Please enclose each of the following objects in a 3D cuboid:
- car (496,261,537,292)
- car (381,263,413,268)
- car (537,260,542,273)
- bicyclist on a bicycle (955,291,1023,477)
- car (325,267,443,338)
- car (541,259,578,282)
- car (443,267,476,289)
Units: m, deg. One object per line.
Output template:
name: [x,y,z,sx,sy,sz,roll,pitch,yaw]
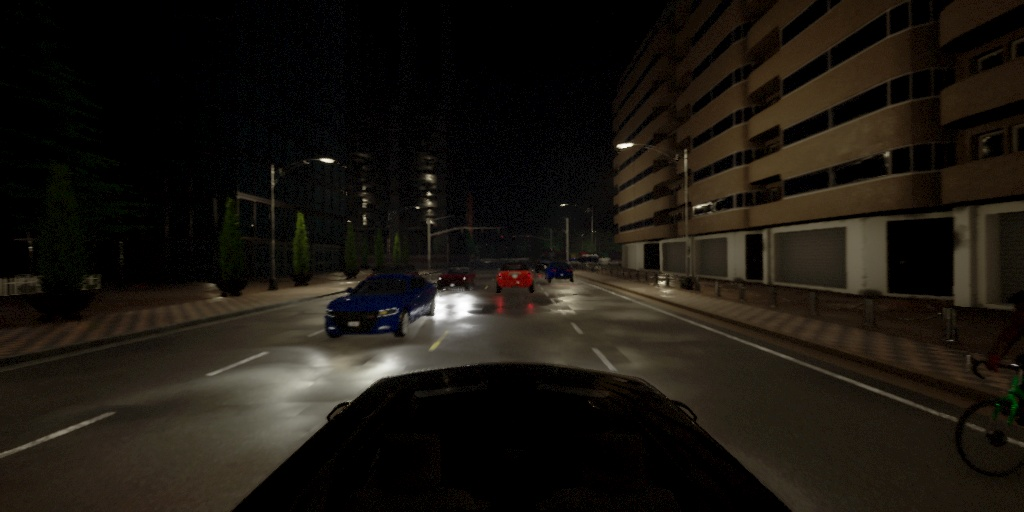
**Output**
car: [0.168,1.116,21.633,2.097,1.767,4.553,-1,0,0]
car: [-6.933,1.247,21.216,2.097,1.767,4.553,-1,0,0]
car: [3.681,1.234,43.159,2.128,1.511,4.902,-1,0,0]
bicyclist on a bicycle: [4.700,1.127,3.135,1.656,1.620,0.582,-1,0,0]
car: [-3.577,1.274,10.627,1.882,1.535,5.008,-1,0,0]
car: [3.652,1.209,28.502,1.882,1.535,5.008,-1,0,1]
car: [-3.496,1.406,23.336,1.895,1.301,4.718,-1,0,1]
